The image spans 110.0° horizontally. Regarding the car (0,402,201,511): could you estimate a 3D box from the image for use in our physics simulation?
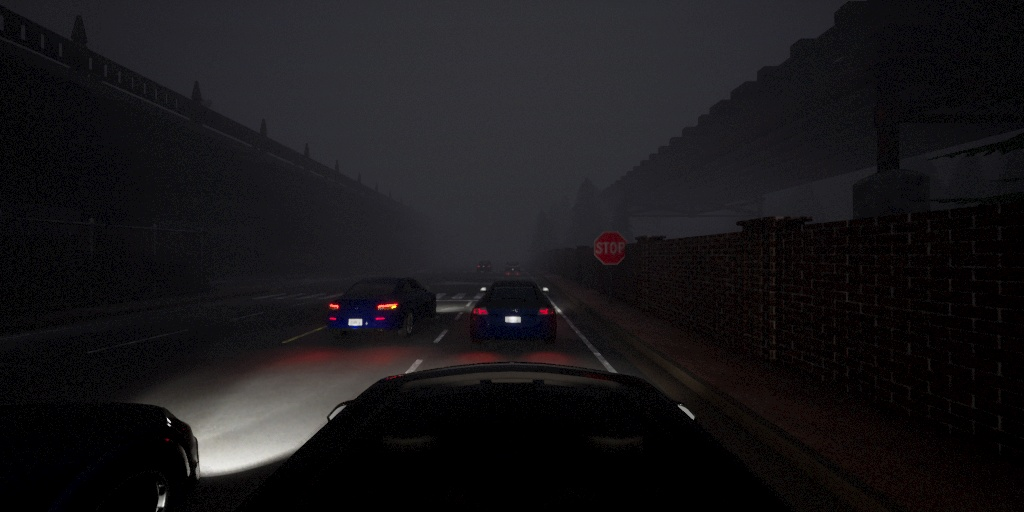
[{"bbox_3d":[-3.399,1.314,1.018,1.994,1.385,4.181,0,0,0],"label":"car"}]

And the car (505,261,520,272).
[{"bbox_3d":[0.070,1.351,46.261,1.895,1.301,4.718,0,0,-1],"label":"car"}]

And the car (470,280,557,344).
[{"bbox_3d":[0.063,1.314,9.593,1.994,1.385,4.181,0,0,1],"label":"car"}]

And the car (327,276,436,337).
[{"bbox_3d":[-3.419,1.276,10.113,1.812,1.442,4.674,0,0,0],"label":"car"}]

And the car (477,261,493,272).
[{"bbox_3d":[-3.408,1.297,45.203,2.033,1.411,5.357,0,0,-1],"label":"car"}]
